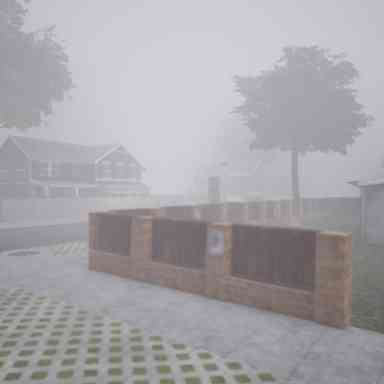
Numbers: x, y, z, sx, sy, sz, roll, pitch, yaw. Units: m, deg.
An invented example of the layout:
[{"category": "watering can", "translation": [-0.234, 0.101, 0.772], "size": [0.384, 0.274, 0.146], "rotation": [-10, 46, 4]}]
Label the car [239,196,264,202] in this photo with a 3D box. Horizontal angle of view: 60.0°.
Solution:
[{"category": "car", "translation": [6.683, 1.290, 37.786], "size": [2.097, 1.767, 4.553], "rotation": [1, 0, 36]}]
